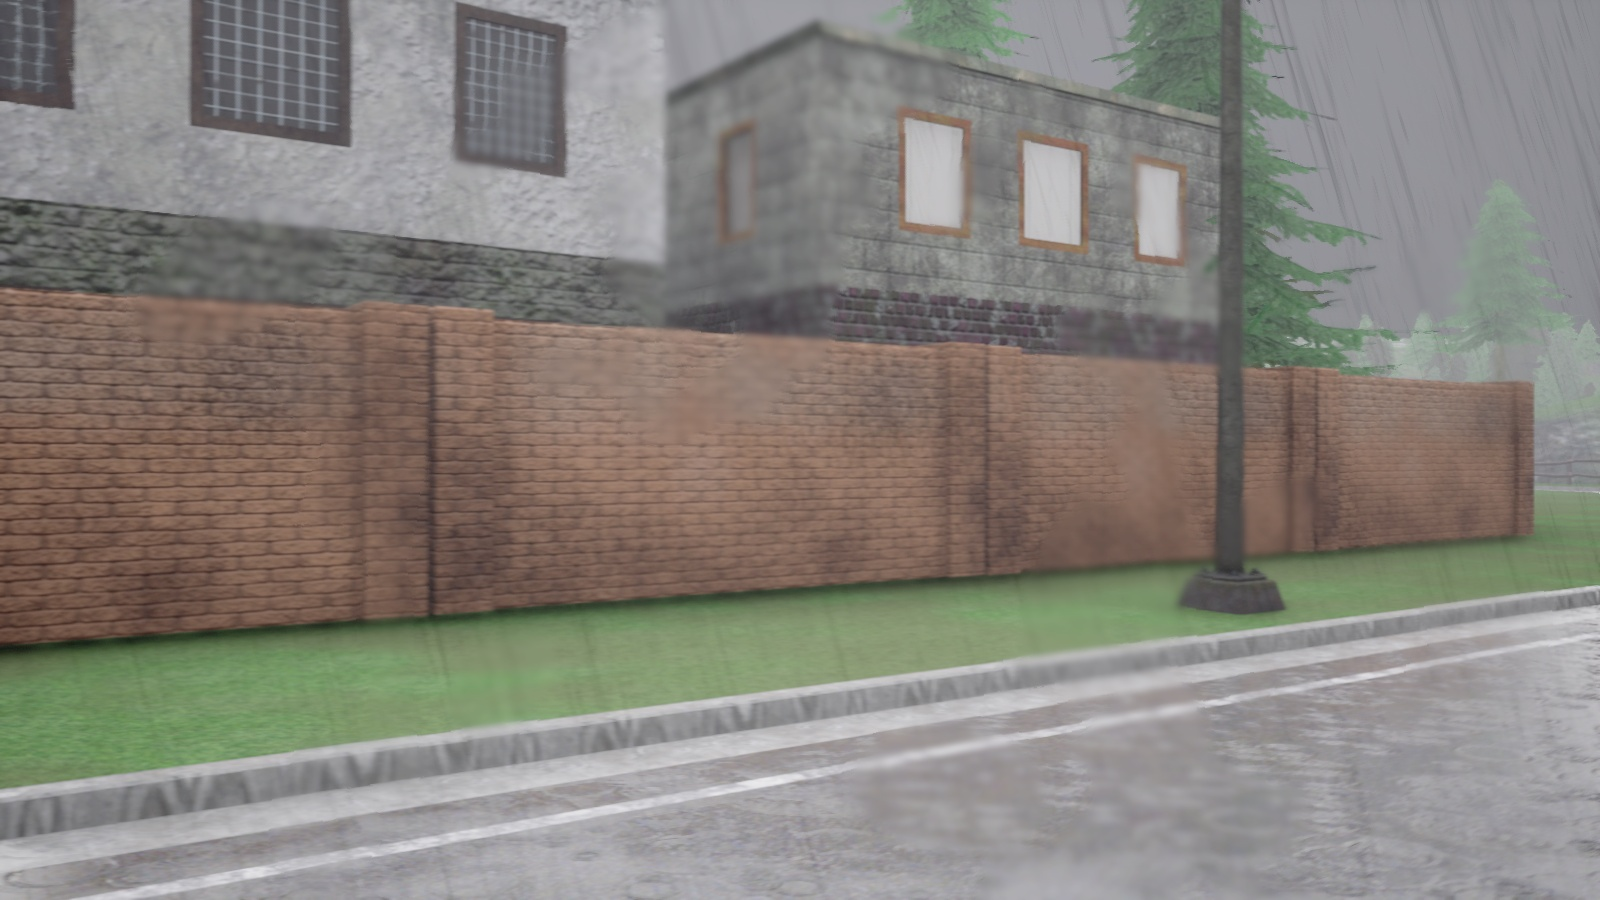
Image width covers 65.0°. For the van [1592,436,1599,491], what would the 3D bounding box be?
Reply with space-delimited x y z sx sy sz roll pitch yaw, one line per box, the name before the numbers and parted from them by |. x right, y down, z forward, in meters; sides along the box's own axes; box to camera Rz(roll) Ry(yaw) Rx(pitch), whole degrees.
van | 30.606 0.511 44.761 2.069 2.038 4.480 0 0 3
